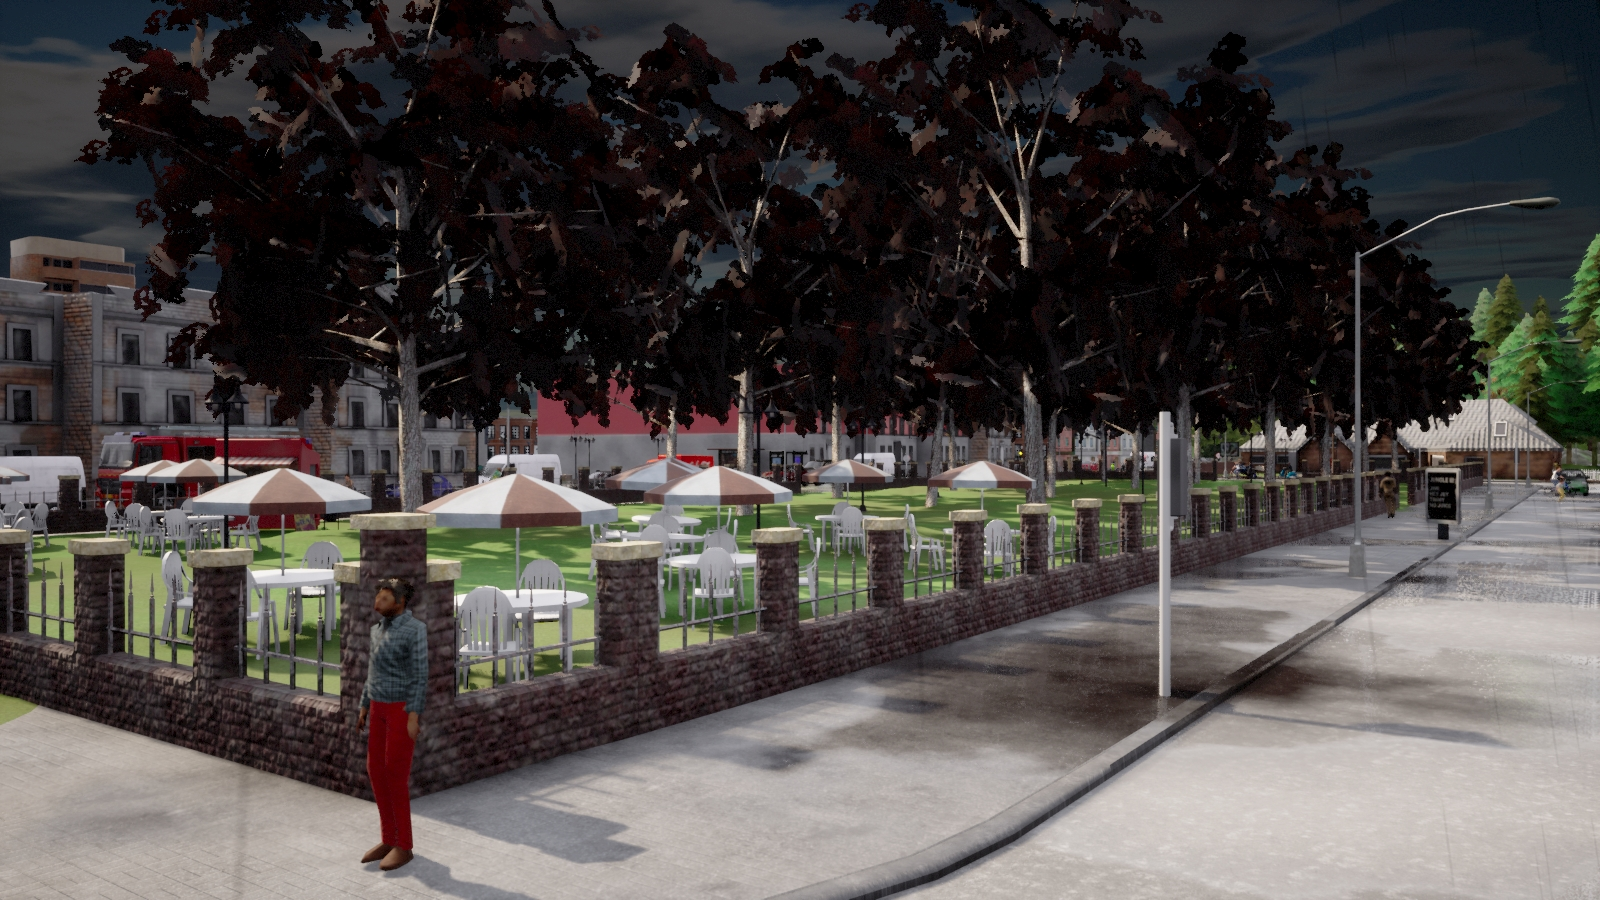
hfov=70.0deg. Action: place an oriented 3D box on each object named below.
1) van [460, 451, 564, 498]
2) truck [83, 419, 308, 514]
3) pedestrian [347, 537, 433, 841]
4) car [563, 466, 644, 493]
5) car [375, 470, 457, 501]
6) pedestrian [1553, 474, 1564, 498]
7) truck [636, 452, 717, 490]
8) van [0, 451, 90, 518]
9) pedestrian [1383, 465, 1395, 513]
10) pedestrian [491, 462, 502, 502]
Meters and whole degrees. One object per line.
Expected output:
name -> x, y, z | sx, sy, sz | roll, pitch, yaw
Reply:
van -> -16.329, 1.314, 65.083 | 1.988, 2.561, 5.915 | 0, 0, 35
truck -> -26.598, 0.670, 50.778 | 2.891, 3.827, 8.468 | 0, 0, 35
pedestrian -> -2.655, 1.517, 7.406 | 0.375, 1.860, 0.375 | 0, 0, 36
car -> -12.166, 1.814, 71.050 | 2.097, 1.535, 5.006 | 0, 0, 35
car -> -20.045, 1.818, 59.739 | 1.845, 1.501, 3.633 | 0, 0, 35
pedestrian -> 40.230, 1.908, 60.573 | 0.375, 1.300, 0.375 | 0, 0, -34
truck -> -8.233, 1.348, 76.671 | 2.627, 2.467, 5.204 | 0, 0, 35
van -> -31.021, 1.314, 44.007 | 1.988, 2.561, 5.915 | 0, 0, 35
pedestrian -> 23.129, 1.525, 44.855 | 0.375, 1.860, 0.375 | 0, 0, 35
pedestrian -> -14.369, 1.523, 54.071 | 0.375, 1.860, 0.375 | 0, 0, 28
